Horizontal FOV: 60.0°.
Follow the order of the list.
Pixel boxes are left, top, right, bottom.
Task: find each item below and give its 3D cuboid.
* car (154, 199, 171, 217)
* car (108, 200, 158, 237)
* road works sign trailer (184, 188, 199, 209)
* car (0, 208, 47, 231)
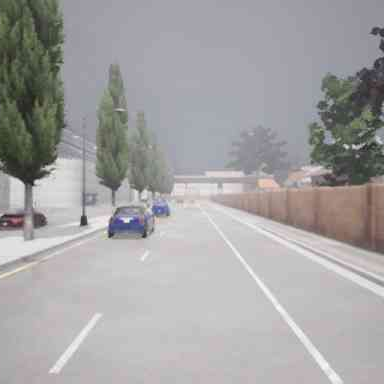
[{"bbox_3d":[-3.415,1.892,37.345,1.882,1.535,5.008,0,-1,0],"label":"car"},{"bbox_3d":[-3.409,1.568,19.451,2.097,1.767,4.553,0,-1,0],"label":"car"},{"bbox_3d":[-0.023,1.081,55.614,2.380,3.560,2.880,0,-1,0],"label":"road works sign trailer"},{"bbox_3d":[-11.597,1.815,22.655,1.994,1.385,4.181,0,-1,0],"label":"car"}]
